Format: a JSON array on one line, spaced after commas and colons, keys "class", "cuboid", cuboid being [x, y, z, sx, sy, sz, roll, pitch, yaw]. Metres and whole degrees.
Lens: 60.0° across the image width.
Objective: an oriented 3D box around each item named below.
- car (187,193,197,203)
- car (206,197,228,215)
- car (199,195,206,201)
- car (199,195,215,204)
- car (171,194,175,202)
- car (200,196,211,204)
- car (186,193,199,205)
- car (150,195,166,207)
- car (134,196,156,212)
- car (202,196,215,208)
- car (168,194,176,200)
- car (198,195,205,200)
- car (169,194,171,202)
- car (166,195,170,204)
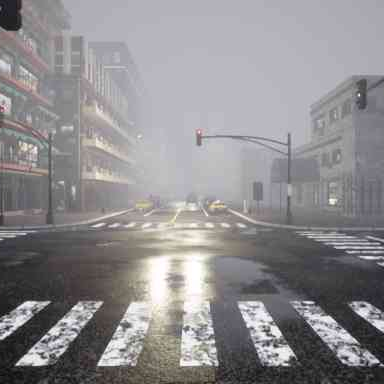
[{"class": "car", "cuboid": [-0.006, 1.182, 70.709, 2.150, 2.045, 5.566, 0, 0, 0]}, {"class": "car", "cuboid": [2.690, 1.544, 34.040, 1.752, 1.417, 4.829, 0, 0, 0]}, {"class": "car", "cuboid": [2.684, 1.632, 89.432, 1.752, 1.417, 4.829, 0, 0, 0]}, {"class": "car", "cuboid": [2.689, 1.351, 50.488, 2.192, 1.841, 5.009, 0, 0, 0]}, {"class": "car", "cuboid": [-5.695, 1.627, 78.183, 1.887, 1.381, 4.507, 0, 0, 0]}, {"class": "car", "cuboid": [2.687, 1.612, 67.105, 2.008, 1.369, 4.403, 0, 0, 0]}, {"class": "car", "cuboid": [-0.005, 1.403, 60.646, 2.097, 1.767, 4.553, 0, 0, 0]}, {"class": "car", "cuboid": [-5.691, 1.351, 50.486, 2.192, 1.841, 5.009, 0, 0, 0]}, {"class": "car", "cuboid": [-5.692, 1.549, 39.237, 1.752, 1.417, 4.829, 0, 0, 0]}, {"class": "car", "cuboid": [2.689, 1.611, 44.948, 1.802, 1.307, 4.206, 0, 0, 0]}, {"class": "car", "cuboid": [-5.696, 1.434, 94.801, 2.192, 1.841, 5.009, 0, 0, 0]}, {"class": "car", "cuboid": [2.683, 1.670, 94.801, 2.008, 1.369, 4.403, 0, 0, 0]}, {"class": "car", "cuboid": [-5.694, 1.587, 66.933, 1.752, 1.417, 4.829, 0, 0, 0]}, {"class": "car", "cuboid": [-5.694, 1.603, 61.564, 2.008, 1.369, 4.403, 0, 0, 0]}]
